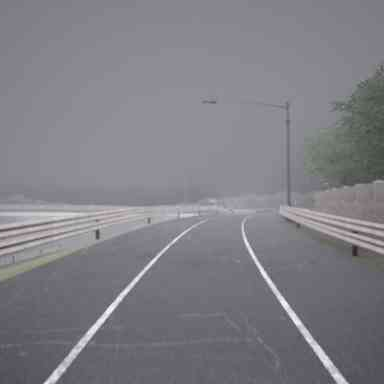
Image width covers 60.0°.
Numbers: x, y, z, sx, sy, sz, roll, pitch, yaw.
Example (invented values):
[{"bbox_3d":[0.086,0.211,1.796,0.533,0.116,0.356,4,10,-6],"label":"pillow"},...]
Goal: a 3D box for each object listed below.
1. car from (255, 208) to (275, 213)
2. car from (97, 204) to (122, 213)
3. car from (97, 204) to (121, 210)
[{"bbox_3d":[18.067,4.767,83.372,4.718,1.301,1.895,4,-5,-41],"label":"car"},{"bbox_3d":[-16.432,3.286,66.496,4.553,1.767,2.097,1,-4,-21],"label":"car"},{"bbox_3d":[-15.261,3.175,62.894,5.357,1.411,2.033,1,-4,-17],"label":"car"}]
